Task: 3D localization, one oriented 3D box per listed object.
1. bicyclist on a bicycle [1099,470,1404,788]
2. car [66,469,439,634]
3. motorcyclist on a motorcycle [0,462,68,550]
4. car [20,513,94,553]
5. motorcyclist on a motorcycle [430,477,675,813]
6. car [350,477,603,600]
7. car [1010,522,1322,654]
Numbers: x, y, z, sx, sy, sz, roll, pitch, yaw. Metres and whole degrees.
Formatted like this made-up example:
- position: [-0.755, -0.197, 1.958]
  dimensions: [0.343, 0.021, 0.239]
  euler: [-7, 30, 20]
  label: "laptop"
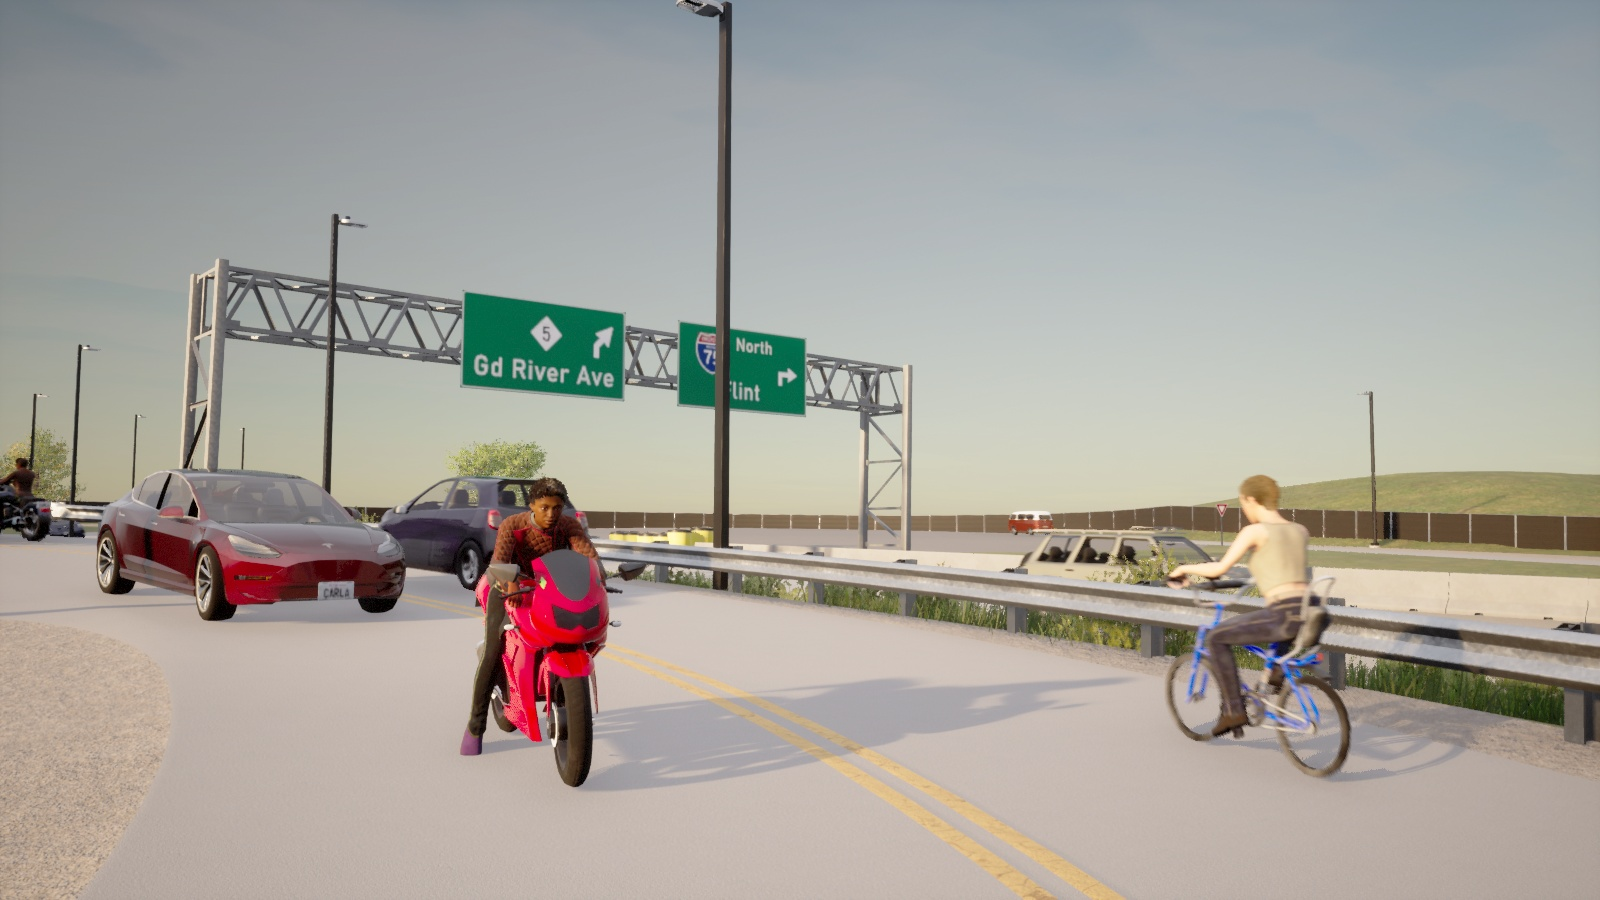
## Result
- position: [2.538, 0.928, 7.246]
  dimensions: [0.866, 1.612, 1.509]
  euler: [0, -2, -21]
  label: "bicyclist on a bicycle"
- position: [-6.269, 1.006, 14.076]
  dimensions: [4.792, 1.488, 2.163]
  euler: [0, -2, 45]
  label: "car"
- position: [-15.349, 1.073, 24.454]
  dimensions: [2.350, 1.649, 0.766]
  euler: [0, -3, 31]
  label: "motorcyclist on a motorcycle"
- position: [-35.925, 3.976, 60.718]
  dimensions: [3.988, 1.617, 1.851]
  euler: [-3, 4, 42]
  label: "car"
- position: [-1.418, 0.918, 6.837]
  dimensions: [0.797, 1.523, 2.044]
  euler: [1, -1, -26]
  label: "motorcyclist on a motorcycle"
- position: [-4.620, 1.179, 17.699]
  dimensions: [1.845, 1.501, 3.633]
  euler: [4, -3, -44]
  label: "car"
- position: [5.858, 2.151, 20.613]
  dimensions: [1.932, 1.855, 4.605]
  euler: [3, -4, -40]
  label: "car"
